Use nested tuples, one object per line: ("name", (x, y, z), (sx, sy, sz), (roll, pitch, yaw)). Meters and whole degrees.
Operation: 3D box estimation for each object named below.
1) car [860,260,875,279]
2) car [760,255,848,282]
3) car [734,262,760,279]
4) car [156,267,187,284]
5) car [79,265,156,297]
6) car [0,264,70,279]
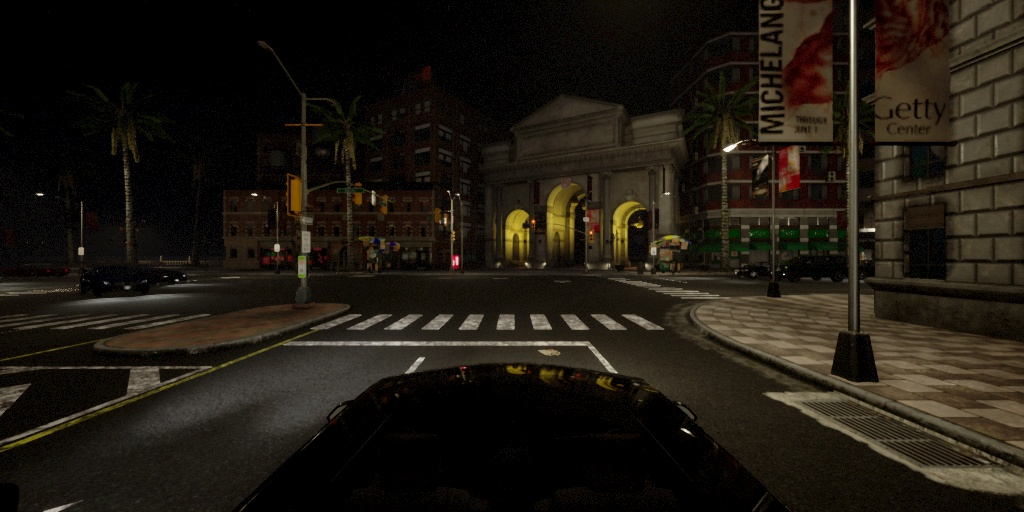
("car", (31.281, 1.102, 31.588), (4.553, 1.767, 2.097), (0, 0, 2))
("car", (23.281, 0.971, 28.255), (5.566, 2.045, 2.150), (0, 0, 0))
("car", (22.305, 1.242, 31.751), (4.902, 1.511, 2.128), (0, 0, 0))
("car", (-25.881, 1.298, 24.866), (5.357, 1.411, 2.033), (0, 0, 0))
("car", (-20.846, 1.276, 18.761), (4.674, 1.442, 1.812), (0, -1, 31))
("car", (-43.076, 1.351, 32.173), (4.718, 1.301, 1.895), (0, 0, 0))
